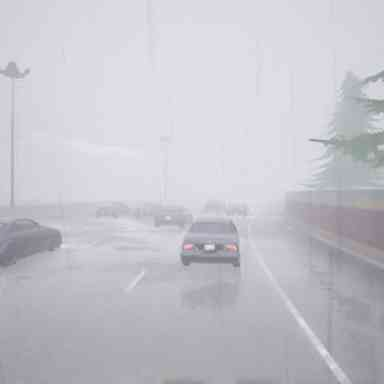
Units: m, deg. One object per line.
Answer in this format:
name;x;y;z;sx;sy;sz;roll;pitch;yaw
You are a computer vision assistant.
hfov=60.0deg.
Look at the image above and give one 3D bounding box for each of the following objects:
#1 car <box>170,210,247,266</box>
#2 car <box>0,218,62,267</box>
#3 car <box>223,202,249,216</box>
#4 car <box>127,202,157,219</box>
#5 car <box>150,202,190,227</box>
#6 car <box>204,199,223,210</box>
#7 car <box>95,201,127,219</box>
car;0.738;1.573;11.666;2.033;1.411;5.357;0;0;6
car;-6.238;1.568;11.488;1.994;1.385;4.181;0;0;5
car;4.578;1.680;32.770;1.895;1.301;4.718;0;0;15
car;-3.495;1.595;29.299;2.033;1.411;5.357;0;0;13
car;-1.165;1.606;22.901;1.994;1.385;4.181;0;0;10
car;2.693;1.591;38.735;1.837;1.490;4.892;0;0;17
car;-6.930;1.563;29.758;1.812;1.442;4.674;0;0;12
